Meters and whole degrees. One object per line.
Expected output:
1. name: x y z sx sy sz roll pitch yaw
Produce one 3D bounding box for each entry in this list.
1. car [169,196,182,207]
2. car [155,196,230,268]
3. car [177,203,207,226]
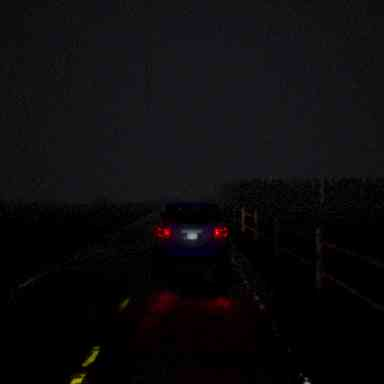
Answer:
1. car: -2.824 1.577 57.918 2.097 1.767 4.553 0 0 0
2. car: 0.029 1.266 11.519 2.150 2.045 5.566 0 0 0
3. car: 0.015 1.644 25.546 2.033 1.411 5.357 0 0 1
